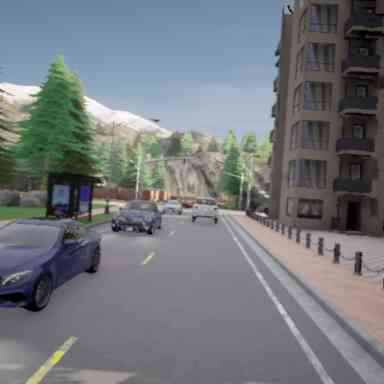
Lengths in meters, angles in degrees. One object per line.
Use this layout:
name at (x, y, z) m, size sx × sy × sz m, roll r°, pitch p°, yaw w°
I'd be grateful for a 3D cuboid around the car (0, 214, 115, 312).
car at (-3.398, 1.322, 7.437) m, size 1.812 × 1.442 × 4.674 m, roll 4°, pitch 0°, yaw 3°

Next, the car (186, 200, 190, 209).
car at (-0.887, 1.854, 49.951) m, size 1.895 × 1.301 × 4.718 m, roll 5°, pitch 0°, yaw -30°

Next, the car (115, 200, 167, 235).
car at (-2.894, 1.256, 18.455) m, size 2.097 × 1.767 × 4.553 m, roll 4°, pitch 0°, yaw 3°

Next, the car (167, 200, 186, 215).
car at (-2.012, 1.613, 35.973) m, size 1.812 × 1.442 × 4.674 m, roll 4°, pitch -1°, yaw 3°

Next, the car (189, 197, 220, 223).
car at (1.194, 1.496, 29.123) m, size 2.150 × 2.045 × 5.566 m, roll 4°, pitch 0°, yaw 3°
